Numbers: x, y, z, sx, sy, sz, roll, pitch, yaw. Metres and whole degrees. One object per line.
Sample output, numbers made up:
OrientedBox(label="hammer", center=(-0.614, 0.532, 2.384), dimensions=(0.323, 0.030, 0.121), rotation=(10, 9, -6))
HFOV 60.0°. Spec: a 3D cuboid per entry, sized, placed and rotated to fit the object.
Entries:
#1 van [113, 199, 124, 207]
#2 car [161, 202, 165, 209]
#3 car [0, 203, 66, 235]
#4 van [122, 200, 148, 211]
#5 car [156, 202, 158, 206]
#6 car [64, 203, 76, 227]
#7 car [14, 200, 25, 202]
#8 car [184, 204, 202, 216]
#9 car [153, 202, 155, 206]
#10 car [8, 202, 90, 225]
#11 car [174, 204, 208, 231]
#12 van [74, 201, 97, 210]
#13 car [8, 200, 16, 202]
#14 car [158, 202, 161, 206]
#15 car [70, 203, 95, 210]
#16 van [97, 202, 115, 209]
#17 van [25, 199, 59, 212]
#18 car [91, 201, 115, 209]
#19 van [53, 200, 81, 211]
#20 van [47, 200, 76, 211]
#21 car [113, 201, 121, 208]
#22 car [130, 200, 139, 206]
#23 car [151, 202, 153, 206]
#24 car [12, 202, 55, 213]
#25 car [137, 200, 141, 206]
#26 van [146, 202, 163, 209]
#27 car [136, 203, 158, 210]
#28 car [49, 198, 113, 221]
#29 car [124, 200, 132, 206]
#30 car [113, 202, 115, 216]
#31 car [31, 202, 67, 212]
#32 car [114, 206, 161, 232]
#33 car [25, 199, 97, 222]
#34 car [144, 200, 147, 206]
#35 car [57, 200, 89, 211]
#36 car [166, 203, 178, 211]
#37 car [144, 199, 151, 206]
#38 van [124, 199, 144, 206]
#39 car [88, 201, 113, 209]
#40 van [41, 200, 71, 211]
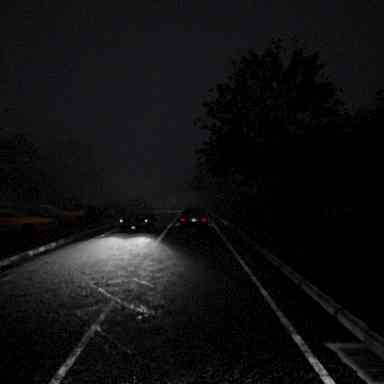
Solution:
OrientedBox(label="van", center=(-10.452, 1.794, 37.726), dimensions=(4.442, 1.987, 1.878), rotation=(0, -1, 0))
OrientedBox(label="car", center=(-10.138, 3.546, 82.092), dimensions=(5.366, 1.575, 1.946), rotation=(0, -2, 0))
OrientedBox(label="car", center=(-10.155, 1.580, 18.307), dimensions=(5.366, 1.575, 1.946), rotation=(0, -1, 0))
OrientedBox(label="van", center=(-10.212, 2.410, 59.910), dimensions=(4.442, 1.987, 1.878), rotation=(0, -2, 0))
OrientedBox(label="car", center=(-10.295, 2.967, 71.002), dimensions=(4.553, 1.767, 2.185), rotation=(0, -2, 0))
OrientedBox(label="car", center=(-10.345, 1.629, 21.076), dimensions=(4.892, 1.521, 2.231), rotation=(0, -1, 0))
OrientedBox(label="car", center=(-23.409, 2.094, 40.686), dimensions=(5.008, 1.535, 2.097), rotation=(0, -1, 0))
OrientedBox(label="car", center=(0.088, 2.160, 40.815), dimensions=(2.033, 1.411, 5.357), rotation=(0, -1, 0))
OrientedBox(label="car", center=(-10.322, 2.864, 65.449), dimensions=(5.008, 1.535, 2.097), rotation=(0, -2, 0))
OrientedBox(label="car", center=(-10.345, 1.682, 23.847), dimensions=(5.008, 1.535, 2.097), rotation=(0, -1, 0))
OrientedBox(label="car", center=(0.094, 1.731, 21.999), dimensions=(2.033, 1.411, 5.357), rotation=(0, -1, 0))
OrientedBox(label="van", center=(-23.522, 2.980, 73.772), dimensions=(4.442, 1.987, 1.878), rotation=(0, -2, 0))
OrientedBox(label="car", center=(-23.410, 2.021, 37.791), dimensions=(5.008, 1.535, 2.097), rotation=(0, -1, 0))
OrientedBox(label="car", center=(-10.140, 3.204, 73.770), dimensions=(5.366, 1.575, 1.946), rotation=(0, -2, 0))
OrientedBox(label="car", center=(-23.404, 3.137, 71.119), dimensions=(4.674, 1.452, 2.002), rotation=(0, -2, 0))
OrientedBox(label="van", center=(-23.284, 3.669, 90.505), dimensions=(4.442, 1.987, 1.878), rotation=(0, -2, 0))
OrientedBox(label="van", center=(-23.294, 2.146, 51.768), dimensions=(4.442, 1.987, 1.878), rotation=(0, -1, 0))
OrientedBox(label="car", center=(-23.373, 3.530, 87.739), dimensions=(5.566, 2.045, 2.435), rotation=(0, -2, 0))
OrientedBox(label="van", center=(-23.525, 2.525, 62.701), dimensions=(4.442, 1.987, 1.878), rotation=(0, -2, 0))
OrientedBox(label="van", center=(-23.525, 2.416, 60.058), dimensions=(4.442, 1.987, 1.878), rotation=(0, -2, 0))
OrientedBox(label="car", center=(-10.338, 1.991, 34.944), dimensions=(4.674, 1.452, 2.002), rotation=(0, -1, 0))
OrientedBox(label="car", center=(-10.303, 2.258, 46.044), dimensions=(4.792, 1.488, 2.163), rotation=(0, -1, 0))
OrientedBox(label="car", center=(-10.331, 2.790, 62.673), dimensions=(4.674, 1.452, 2.002), rotation=(0, -2, 0))
OrientedBox(label="car", center=(-23.227, 2.299, 48.995), dimensions=(5.366, 1.575, 1.946), rotation=(0, -1, 0))
OrientedBox(label="car", center=(-10.335, 2.338, 48.820), dimensions=(4.674, 1.452, 2.002), rotation=(0, -1, 0))
OrientedBox(label="van", center=(-10.437, 3.780, 93.196), dimensions=(4.442, 1.987, 1.878), rotation=(0, -2, 0))
OrientedBox(label="car", center=(-10.318, 3.322, 76.544), dimensions=(4.892, 1.521, 2.231), rotation=(0, -2, 0))
OrientedBox(label="car", center=(-10.309, 1.560, 29.401), dimensions=(5.566, 2.045, 2.435), rotation=(0, -1, 0))
OrientedBox(label="car", center=(-10.340, 2.089, 40.496), dimensions=(5.008, 1.535, 2.097), rotation=(0, -1, 0))
OrientedBox(label="car", center=(-10.366, 1.910, 32.169), dimensions=(4.792, 1.488, 2.163), rotation=(0, -1, 0))
OrientedBox(label="car", center=(-23.416, 2.441, 54.531), dimensions=(5.008, 1.535, 2.097), rotation=(0, -1, 0))
OrientedBox(label="car", center=(-3.355, 1.772, 21.261), dimensions=(1.895, 1.301, 4.718), rotation=(0, -1, 0))
OrientedBox(label="car", center=(-10.369, 1.619, 26.626), dimensions=(4.553, 1.767, 2.185), rotation=(0, -1, 0))
OrientedBox(label="car", center=(-10.360, 2.467, 54.377), dimensions=(4.792, 1.488, 2.163), rotation=(0, -2, 0))
OrientedBox(label="car", center=(-23.379, 2.613, 65.470), dimensions=(5.566, 2.045, 2.435), rotation=(0, -2, 0))
OrientedBox(label="car", center=(-3.297, 2.775, 62.978), dimensions=(1.882, 1.535, 5.008), rotation=(0, -2, 0))
OrientedBox(label="car", center=(-10.358, 2.270, 57.137), dimensions=(5.566, 2.045, 2.435), rotation=(0, -2, 0))
OrientedBox(label="van", center=(-10.215, 2.142, 51.602), dimensions=(4.442, 1.987, 1.878), rotation=(0, -1, 0))
OrientedBox(label="car", center=(-23.374, 3.416, 84.971), dimensions=(5.566, 2.045, 2.435), rotation=(0, -2, 0))
OrientedBox(label="van", center=(-23.293, 2.296, 57.157), dimensions=(4.442, 1.987, 1.878), rotation=(0, -2, 0))
